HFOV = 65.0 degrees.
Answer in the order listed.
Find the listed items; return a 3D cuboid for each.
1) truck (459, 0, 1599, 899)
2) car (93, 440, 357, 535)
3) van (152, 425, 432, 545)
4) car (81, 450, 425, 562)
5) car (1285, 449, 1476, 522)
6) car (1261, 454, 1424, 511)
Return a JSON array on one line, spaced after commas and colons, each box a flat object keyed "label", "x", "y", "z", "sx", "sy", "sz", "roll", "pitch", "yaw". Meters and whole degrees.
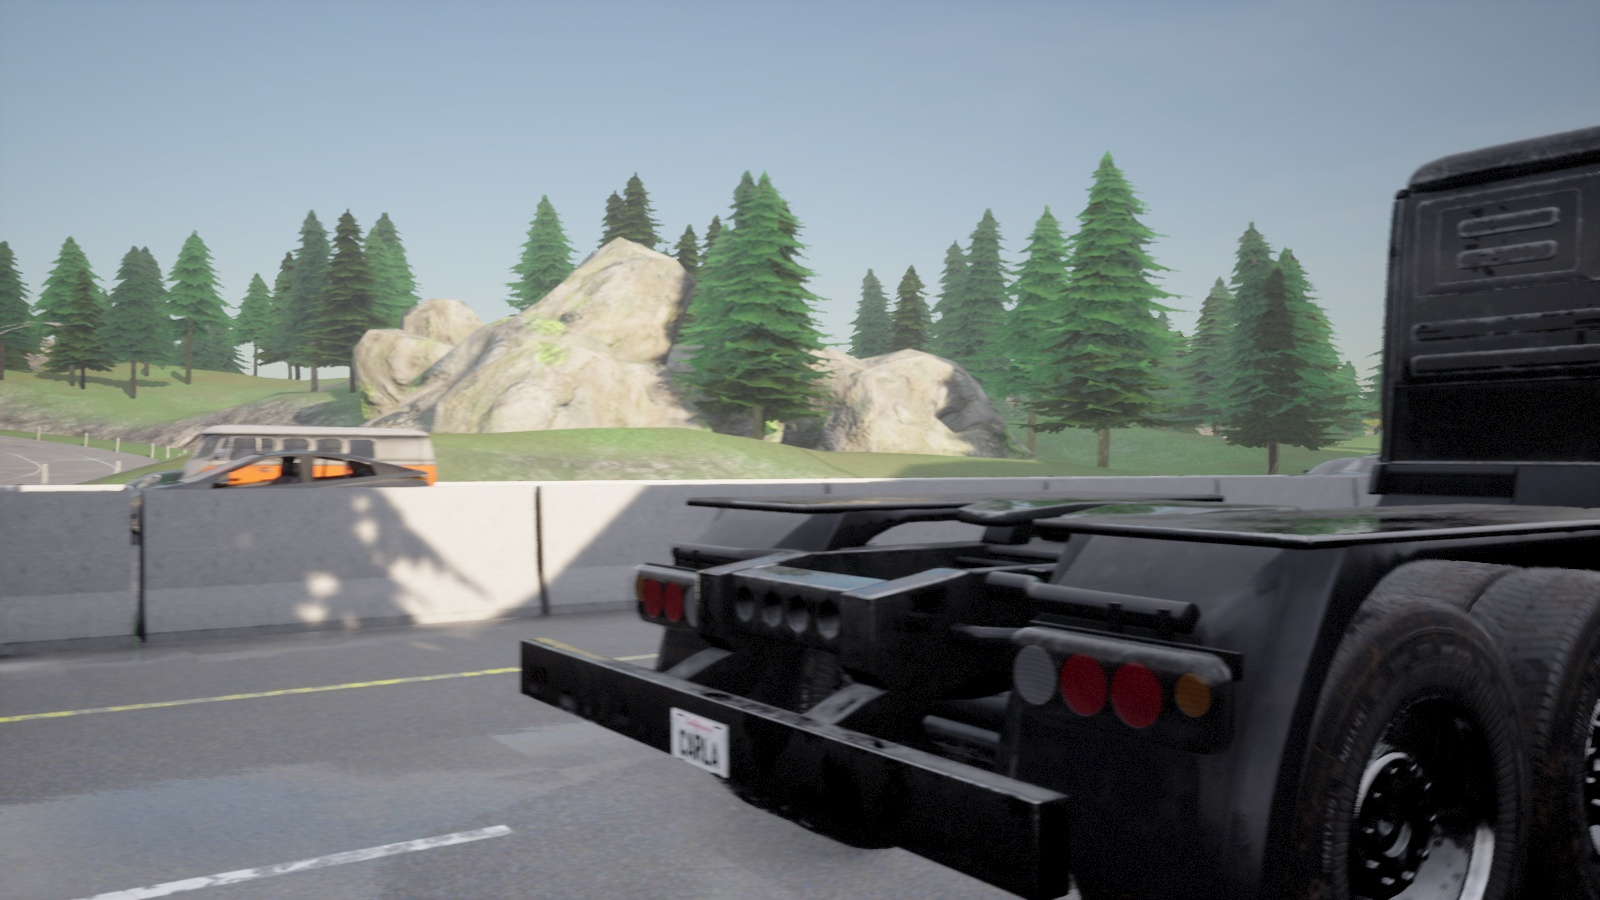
[{"label": "truck", "x": 2.846, "y": -0.213, "z": 5.643, "sx": 7.936, "sy": 3.462, "sz": 2.891, "roll": 0, "pitch": 0, "yaw": -35}, {"label": "car", "x": -11.598, "y": 0.705, "z": 25.436, "sx": 4.553, "sy": 1.767, "sz": 2.097, "roll": 0, "pitch": 0, "yaw": -35}, {"label": "van", "x": -9.184, "y": 0.589, "z": 22.853, "sx": 4.442, "sy": 1.987, "sz": 1.775, "roll": 0, "pitch": 0, "yaw": -35}, {"label": "car", "x": -8.297, "y": 0.768, "z": 19.206, "sx": 4.514, "sy": 1.525, "sz": 2.007, "roll": 0, "pitch": 0, "yaw": -35}, {"label": "car", "x": 14.182, "y": 0.807, "z": 30.584, "sx": 4.856, "sy": 1.649, "sz": 2.033, "roll": 0, "pitch": 0, "yaw": -35}, {"label": "car", "x": 15.489, "y": 0.877, "z": 35.753, "sx": 5.008, "sy": 1.535, "sz": 1.882, "roll": 0, "pitch": 0, "yaw": -35}]
